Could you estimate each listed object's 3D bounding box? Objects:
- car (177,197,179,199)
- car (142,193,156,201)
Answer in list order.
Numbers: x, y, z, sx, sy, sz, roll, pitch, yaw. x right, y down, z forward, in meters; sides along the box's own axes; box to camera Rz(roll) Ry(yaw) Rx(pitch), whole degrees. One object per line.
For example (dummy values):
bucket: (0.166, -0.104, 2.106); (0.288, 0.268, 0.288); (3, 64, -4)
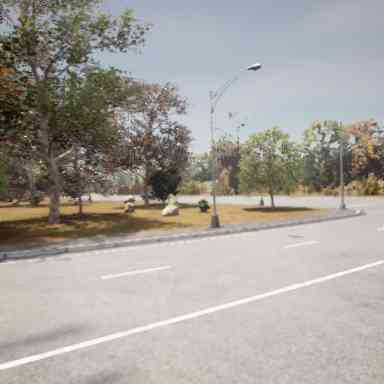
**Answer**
car: (-4.387, 0.688, 61.977); (2.128, 1.511, 4.902); (-3, 1, -38)
car: (-7.127, 0.834, 59.805); (2.128, 1.511, 4.902); (-3, 1, -38)
